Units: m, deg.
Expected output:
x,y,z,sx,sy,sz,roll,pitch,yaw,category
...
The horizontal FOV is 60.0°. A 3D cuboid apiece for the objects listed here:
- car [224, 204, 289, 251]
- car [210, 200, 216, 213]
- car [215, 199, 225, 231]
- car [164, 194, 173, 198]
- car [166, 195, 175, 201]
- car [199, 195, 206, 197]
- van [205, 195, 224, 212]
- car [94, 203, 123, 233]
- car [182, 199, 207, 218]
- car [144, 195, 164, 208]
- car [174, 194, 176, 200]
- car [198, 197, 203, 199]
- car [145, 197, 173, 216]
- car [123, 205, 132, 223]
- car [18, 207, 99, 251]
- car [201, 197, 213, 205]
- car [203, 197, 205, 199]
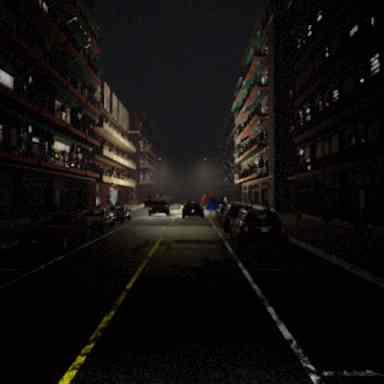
x,y,z,sx,sy,sz,roll,pitch,yaw,category
2.700,1.446,14.225,1.967,1.590,4.097,1,0,0,car
2.695,1.561,25.548,2.008,1.369,4.403,1,0,0,car
2.698,1.448,19.886,1.967,1.590,4.097,1,0,0,car
-5.699,1.595,70.878,2.008,1.369,4.403,1,0,0,car
-5.702,1.500,87.864,1.967,1.590,4.097,1,0,0,car
2.690,1.345,53.856,2.192,1.841,5.009,1,0,0,car
2.694,1.358,36.871,1.690,1.788,3.998,1,0,0,van
-5.683,1.533,19.754,1.752,1.417,4.829,1,0,0,car
0.084,1.577,30.235,1.994,1.385,4.181,0,0,0,car
-5.688,1.341,48.232,2.192,1.841,5.009,1,0,0,car
-5.702,1.599,82.201,1.887,1.381,4.507,1,0,0,car
0.079,1.622,41.645,1.895,1.301,4.718,0,0,0,car
-3.109,1.540,32.538,1.812,1.442,4.674,0,0,0,car
-5.685,1.536,25.416,1.752,1.417,4.829,1,0,0,car
-5.682,1.551,14.263,1.887,1.381,4.507,1,0,0,car
2.685,1.600,59.518,1.947,1.339,4.313,1,0,0,car
2.689,1.603,42.533,1.802,1.307,4.206,1,0,0,car
